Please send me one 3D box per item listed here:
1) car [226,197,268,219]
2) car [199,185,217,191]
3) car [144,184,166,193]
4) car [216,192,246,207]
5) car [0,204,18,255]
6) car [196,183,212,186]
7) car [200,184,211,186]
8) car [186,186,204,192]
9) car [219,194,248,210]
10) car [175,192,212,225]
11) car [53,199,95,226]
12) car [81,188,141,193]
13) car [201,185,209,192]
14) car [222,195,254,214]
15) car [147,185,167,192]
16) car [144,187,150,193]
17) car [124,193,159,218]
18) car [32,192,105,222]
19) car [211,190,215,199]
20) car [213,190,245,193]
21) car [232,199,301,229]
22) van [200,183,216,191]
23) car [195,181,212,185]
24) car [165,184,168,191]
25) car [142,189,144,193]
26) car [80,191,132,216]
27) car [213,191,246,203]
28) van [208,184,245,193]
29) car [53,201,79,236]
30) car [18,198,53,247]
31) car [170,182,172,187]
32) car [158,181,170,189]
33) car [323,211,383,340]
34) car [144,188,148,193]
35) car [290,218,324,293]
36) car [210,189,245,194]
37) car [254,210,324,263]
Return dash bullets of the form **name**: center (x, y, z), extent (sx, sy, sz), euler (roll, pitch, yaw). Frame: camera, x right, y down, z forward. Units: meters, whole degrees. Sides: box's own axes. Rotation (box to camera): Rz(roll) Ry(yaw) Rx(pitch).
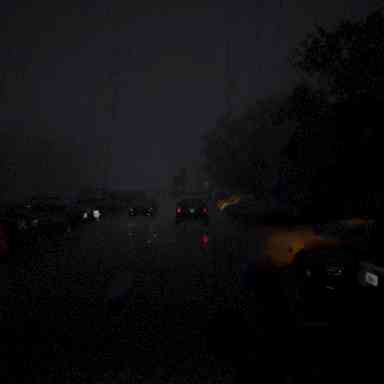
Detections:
- **car**: center (4.940, 1.307, 21.150), extent (5.008, 1.535, 2.097), euler (0, 1, 0)
- **car**: center (4.293, -1.052, 89.665), extent (4.792, 1.488, 2.163), euler (0, 3, 0)
- **car**: center (-8.697, -0.297, 72.993), extent (4.792, 1.488, 2.163), euler (0, 3, 0)
- **car**: center (5.091, 1.085, 29.385), extent (5.366, 1.575, 1.946), euler (0, 2, 0)
- **car**: center (-8.047, 1.258, 9.761), extent (4.553, 1.767, 2.185), euler (0, 0, 0)
- **car**: center (4.181, -0.658, 81.364), extent (5.366, 1.575, 1.946), euler (0, 3, 0)
- **car**: center (4.443, -0.357, 73.184), extent (4.553, 1.767, 2.185), euler (0, 3, 0)
- **car**: center (-0.074, 0.581, 38.190), extent (2.097, 1.767, 4.553), euler (0, 2, 0)
- **car**: center (4.889, 1.198, 26.730), extent (4.792, 1.488, 2.163), euler (0, 2, 0)
- **car**: center (0.001, 1.115, 22.267), extent (2.097, 1.767, 4.553), euler (0, 1, 0)
- **car**: center (-8.149, 1.296, 18.117), extent (4.792, 1.488, 2.163), euler (0, 1, 0)
- **car**: center (-8.156, 0.640, 32.041), extent (5.566, 2.045, 2.435), euler (0, 2, 0)
- **car**: center (4.420, -0.090, 70.423), extent (5.008, 1.535, 2.097), euler (0, 3, 0)
- **car**: center (4.927, 1.242, 23.940), extent (5.008, 1.535, 2.097), euler (0, 1, 0)
- **car**: center (-8.721, -0.897, 84.082), extent (4.892, 1.521, 2.231), euler (0, 3, 0)
- **car**: center (-8.267, 0.455, 43.184), extent (4.792, 1.488, 2.163), euler (0, 3, 0)
- **car**: center (-3.688, 1.119, 25.954), extent (1.882, 1.535, 5.008), euler (0, 2, 0)
- **car**: center (-8.164, 1.085, 20.901), extent (4.553, 1.767, 2.185), euler (0, 1, 0)
- **car**: center (4.869, 0.803, 37.879), extent (4.674, 1.452, 2.002), euler (0, 3, 0)
- **car**: center (4.908, 0.913, 34.970), extent (4.792, 1.488, 2.163), euler (0, 2, 0)
- **car**: center (4.953, 1.367, 18.233), extent (4.892, 1.521, 2.231), euler (0, 1, 0)
- **van**: center (4.425, -1.452, 92.543), extent (4.442, 1.987, 1.878), euler (0, 3, 0)
- **car**: center (4.367, -1.189, 86.885), extent (5.566, 2.045, 2.435), euler (0, 3, 0)
- **car**: center (-8.677, -0.469, 75.764), extent (5.008, 1.535, 2.097), euler (0, 3, 0)
- **car**: center (-8.180, 0.545, 37.614), extent (4.553, 1.767, 2.185), euler (0, 2, 0)
- **car**: center (-8.179, 0.989, 29.262), extent (4.892, 1.521, 2.231), euler (0, 2, 0)
- **car**: center (5.078, 0.988, 32.179), extent (5.366, 1.575, 1.946), euler (0, 2, 0)
- **van**: center (4.716, 0.298, 43.320), extent (4.442, 1.987, 1.878), euler (0, 2, 0)
- **car**: center (-8.078, 1.344, 15.330), extent (4.792, 1.488, 2.163), euler (0, 1, 0)
- **car**: center (-8.061, 1.228, 12.541), extent (4.553, 1.767, 2.185), euler (0, 1, 0)
- **car**: center (-8.958, -1.335, 92.518), extent (5.366, 1.575, 1.946), euler (0, 3, 0)
- **car**: center (-8.667, -0.863, 78.523), extent (5.566, 2.045, 2.435), euler (0, 3, 0)
- **car**: center (5.057, 1.266, 4.420), extent (5.566, 2.045, 2.435), euler (0, 0, 0)
- **car**: center (-8.196, 0.578, 40.404), extent (4.792, 1.488, 2.163), euler (0, 3, 0)
- **car**: center (5.018, 1.503, 7.210), extent (5.008, 1.535, 2.097), euler (0, 0, 0)
- **car**: center (4.856, 0.680, 40.662), extent (4.674, 1.452, 2.002), euler (0, 3, 0)
- **car**: center (4.814, 1.477, 9.998), extent (5.366, 1.575, 1.946), euler (0, 1, 0)
